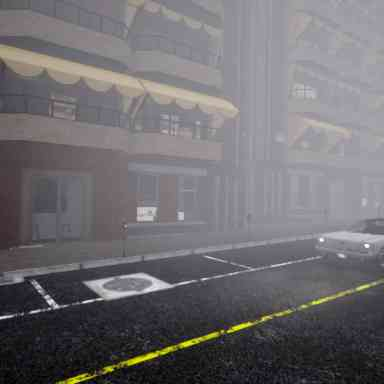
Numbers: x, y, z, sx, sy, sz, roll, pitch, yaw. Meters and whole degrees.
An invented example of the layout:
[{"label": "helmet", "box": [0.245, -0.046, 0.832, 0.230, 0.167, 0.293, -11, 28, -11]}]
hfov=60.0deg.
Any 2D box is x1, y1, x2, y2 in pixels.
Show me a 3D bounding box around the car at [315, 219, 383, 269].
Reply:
[{"label": "car", "box": [6.290, 1.608, 11.268, 4.718, 1.301, 1.895, 0, 0, -36]}]
